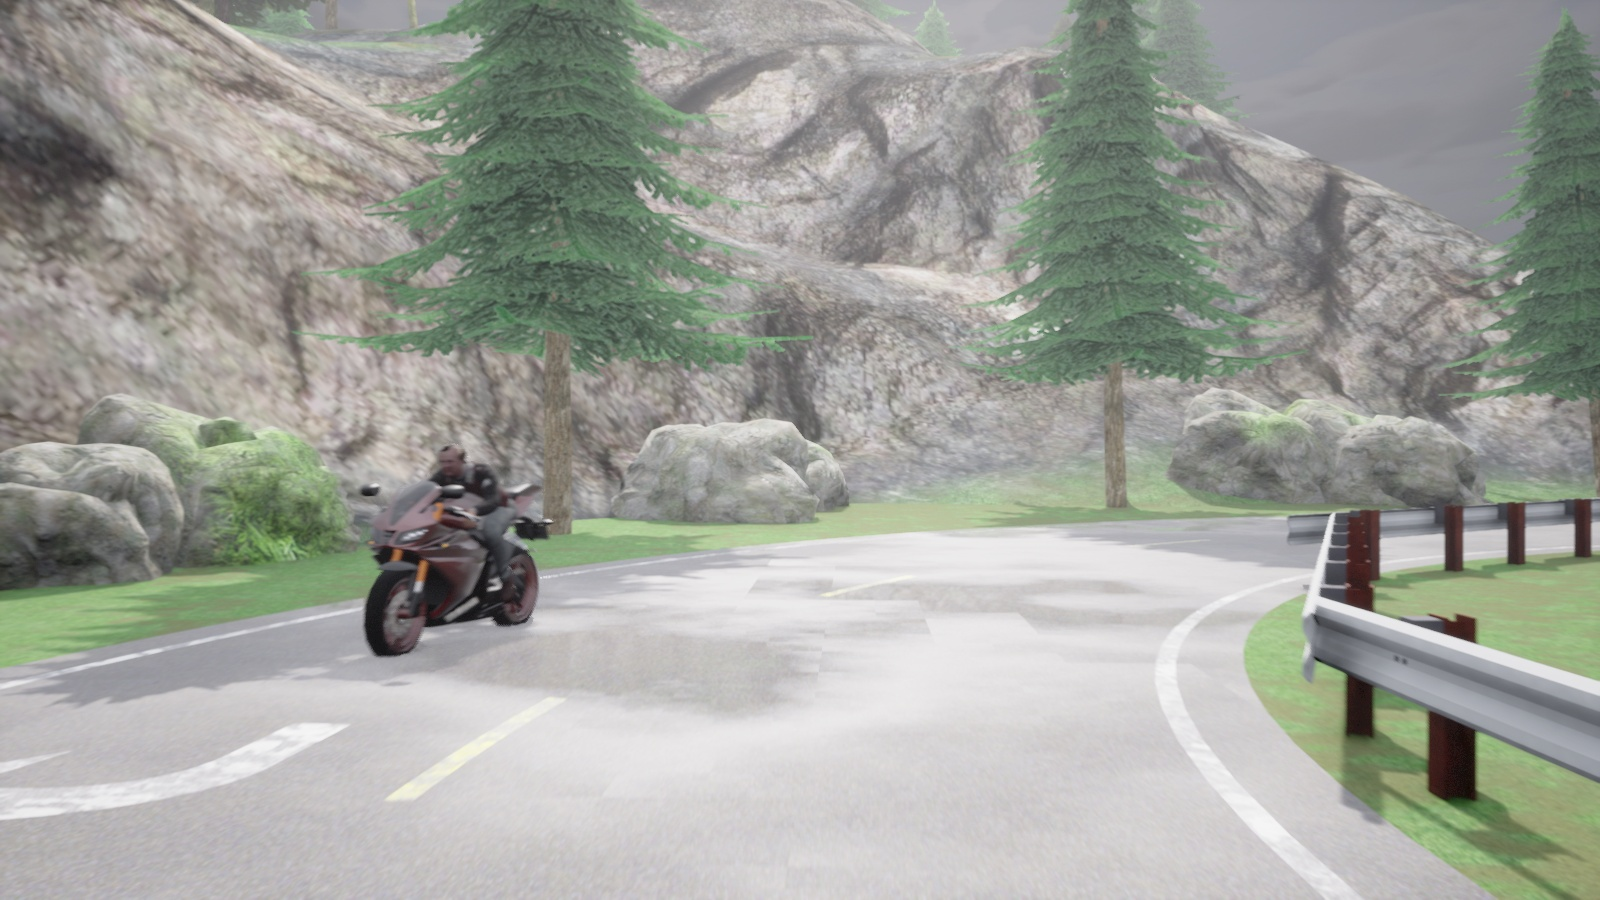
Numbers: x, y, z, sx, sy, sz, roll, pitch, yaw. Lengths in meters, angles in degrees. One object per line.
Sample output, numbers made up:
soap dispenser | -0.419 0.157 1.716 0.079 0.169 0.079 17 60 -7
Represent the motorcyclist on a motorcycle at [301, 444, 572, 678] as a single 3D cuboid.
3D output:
motorcyclist on a motorcycle | -2.638 0.726 9.441 0.866 1.530 2.191 1 1 18
